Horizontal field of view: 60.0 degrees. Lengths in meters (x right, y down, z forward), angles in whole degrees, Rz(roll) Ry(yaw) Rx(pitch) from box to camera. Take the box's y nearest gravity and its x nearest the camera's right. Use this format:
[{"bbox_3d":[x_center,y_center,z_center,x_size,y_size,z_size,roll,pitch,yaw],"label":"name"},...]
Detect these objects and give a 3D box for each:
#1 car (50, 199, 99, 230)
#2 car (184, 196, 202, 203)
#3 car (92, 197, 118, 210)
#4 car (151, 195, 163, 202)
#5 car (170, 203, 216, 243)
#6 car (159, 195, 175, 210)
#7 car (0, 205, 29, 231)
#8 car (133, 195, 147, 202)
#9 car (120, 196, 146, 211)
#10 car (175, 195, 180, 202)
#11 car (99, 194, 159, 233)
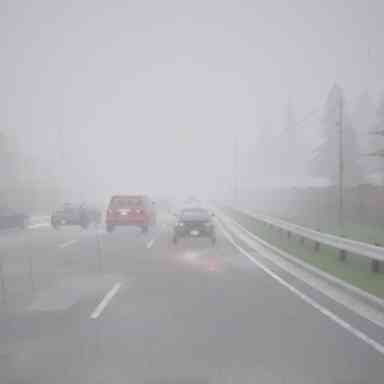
[{"bbox_3d":[-6.896,1.393,20.283,2.128,1.511,4.902,0,0,0],"label":"car"},{"bbox_3d":[0.108,1.432,34.800,1.895,1.301,4.718,0,0,0],"label":"car"},{"bbox_3d":[-10.393,1.331,40.056,1.812,1.442,4.674,0,0,0],"label":"car"},{"bbox_3d":[-6.966,1.277,66.805,1.895,1.301,4.718,0,0,1],"label":"car"},{"bbox_3d":[0.103,1.450,15.503,1.812,1.442,4.674,0,0,0],"label":"car"},{"bbox_3d":[-3.393,1.330,40.287,1.812,1.442,4.674,0,0,0],"label":"car"},{"bbox_3d":[-10.397,1.393,17.394,1.882,1.535,5.008,0,0,0],"label":"car"},{"bbox_3d":[-10.477,1.234,67.230,1.994,1.385,4.181,0,0,0],"label":"car"},{"bbox_3d":[-6.891,1.300,39.373,2.128,1.511,4.902,0,0,0],"label":"car"},{"bbox_3d":[-3.474,1.233,67.630,1.994,1.385,4.181,0,0,0],"label":"car"},{"bbox_3d":[-3.396,1.129,19.251,2.150,2.045,5.566,0,0,0],"label":"car"}]
